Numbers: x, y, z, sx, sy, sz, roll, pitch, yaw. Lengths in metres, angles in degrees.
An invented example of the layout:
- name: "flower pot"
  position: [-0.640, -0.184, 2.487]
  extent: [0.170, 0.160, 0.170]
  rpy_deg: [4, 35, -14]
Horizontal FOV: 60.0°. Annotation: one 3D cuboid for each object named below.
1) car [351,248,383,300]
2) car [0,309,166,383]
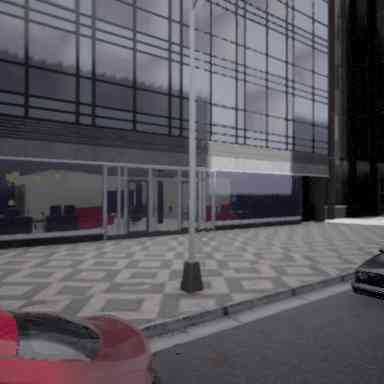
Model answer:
- name: "car"
  position: [5.840, 1.586, 7.639]
  extent: [5.357, 1.411, 2.033]
  rpy_deg: [0, 0, -36]
- name: "car"
  position: [-2.289, 1.536, 1.704]
  extent: [4.674, 1.442, 1.812]
  rpy_deg: [0, 0, -38]
